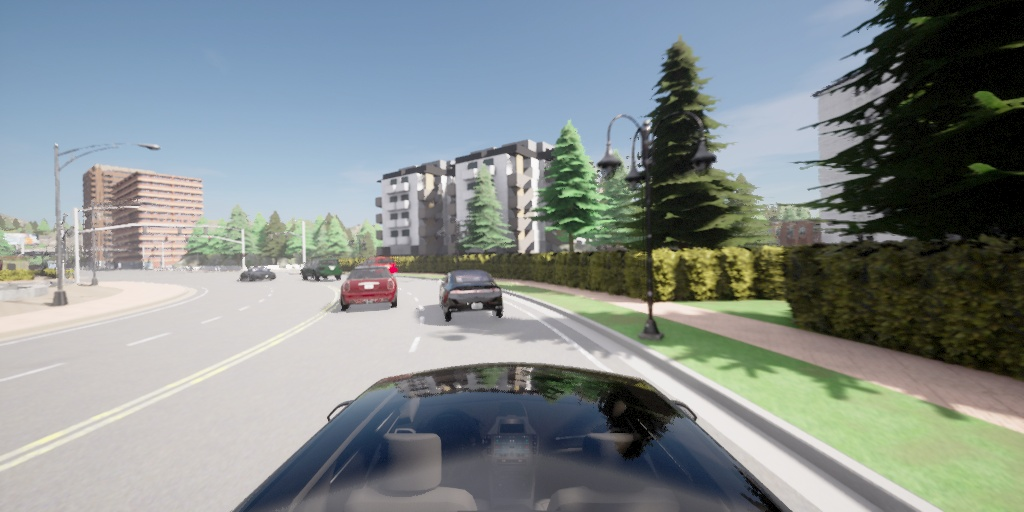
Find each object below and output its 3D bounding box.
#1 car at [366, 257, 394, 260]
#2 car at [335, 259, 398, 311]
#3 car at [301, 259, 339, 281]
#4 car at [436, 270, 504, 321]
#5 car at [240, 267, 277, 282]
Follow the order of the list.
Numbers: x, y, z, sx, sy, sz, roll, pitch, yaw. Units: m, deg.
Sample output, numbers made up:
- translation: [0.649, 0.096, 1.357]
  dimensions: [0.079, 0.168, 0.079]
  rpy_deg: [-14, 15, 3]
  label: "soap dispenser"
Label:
- translation: [-12.716, 1.165, 33.699]
  dimensions: [2.150, 2.045, 5.566]
  rpy_deg: [-1, 0, -41]
  label: "car"
- translation: [-6.097, 1.200, 15.644]
  dimensions: [2.097, 1.767, 4.553]
  rpy_deg: [-2, 0, -18]
  label: "car"
- translation: [-18.292, 1.296, 34.394]
  dimensions: [5.566, 2.045, 2.150]
  rpy_deg: [-1, 0, 43]
  label: "car"
- translation: [-1.576, 1.241, 12.697]
  dimensions: [2.128, 1.511, 4.902]
  rpy_deg: [-1, 0, -14]
  label: "car"
- translation: [-25.032, 1.797, 35.368]
  dimensions: [4.181, 1.385, 1.994]
  rpy_deg: [-1, 0, 36]
  label: "car"
